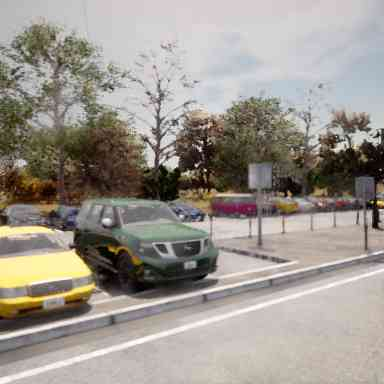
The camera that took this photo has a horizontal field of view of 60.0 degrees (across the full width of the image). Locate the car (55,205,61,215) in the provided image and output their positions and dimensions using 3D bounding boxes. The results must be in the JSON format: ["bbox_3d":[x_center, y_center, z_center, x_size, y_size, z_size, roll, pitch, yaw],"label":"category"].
[{"bbox_3d":[-7.727,1.497,21.199,2.163,1.488,4.792,0,0,-36],"label":"car"}]

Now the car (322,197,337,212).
[{"bbox_3d":[12.593,1.237,35.729,2.185,1.767,4.553,0,0,-36],"label":"car"}]

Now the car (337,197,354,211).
[{"bbox_3d":[14.866,1.352,37.323,2.097,1.535,5.008,0,0,-36],"label":"car"}]

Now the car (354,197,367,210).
[{"bbox_3d":[17.131,1.343,38.927,2.231,1.521,4.892,0,0,-36],"label":"car"}]

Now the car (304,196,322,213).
[{"bbox_3d":[10.355,1.414,34.088,2.002,1.452,4.674,0,0,-36],"label":"car"}]

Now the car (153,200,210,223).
[{"bbox_3d":[-0.919,1.461,25.995,2.163,1.488,4.792,0,0,-36],"label":"car"}]

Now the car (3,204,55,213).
[{"bbox_3d":[-9.971,1.480,19.567,2.231,1.521,4.892,0,0,-36],"label":"car"}]

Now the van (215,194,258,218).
[{"bbox_3d":[3.511,1.182,29.341,1.878,1.987,4.442,0,0,-36],"label":"van"}]

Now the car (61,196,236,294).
[{"bbox_3d":[-1.637,1.223,9.404,2.435,2.045,5.566,0,0,-36],"label":"car"}]

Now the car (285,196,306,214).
[{"bbox_3d":[8.099,1.385,32.471,2.097,1.535,5.008,0,0,-36],"label":"car"}]

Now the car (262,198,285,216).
[{"bbox_3d":[5.839,1.436,30.858,2.002,1.452,4.674,0,0,-36],"label":"car"}]

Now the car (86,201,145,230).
[{"bbox_3d":[-5.344,1.452,22.639,1.946,1.575,5.366,0,0,-36],"label":"car"}]

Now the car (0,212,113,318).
[{"bbox_3d":[-3.826,1.483,7.646,1.946,1.575,5.366,0,0,-36],"label":"car"}]

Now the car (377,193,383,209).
[{"bbox_3d":[21.749,1.319,42.008,1.946,1.575,5.366,0,0,-36],"label":"car"}]

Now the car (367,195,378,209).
[{"bbox_3d":[19.367,1.361,40.569,2.163,1.488,4.792,0,0,-36],"label":"car"}]
